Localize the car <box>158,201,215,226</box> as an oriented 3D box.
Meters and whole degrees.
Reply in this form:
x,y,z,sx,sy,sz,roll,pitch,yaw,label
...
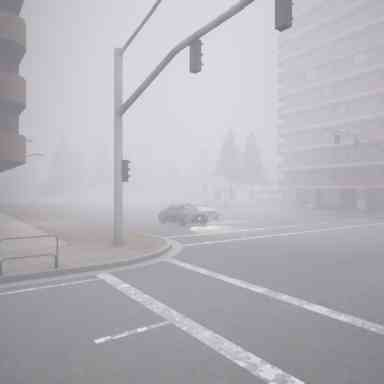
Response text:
x,y,z,sx,sy,sz,roll,pitch,yaw,label
-0.667,1.567,23.431,1.994,1.385,4.181,0,0,-35,car

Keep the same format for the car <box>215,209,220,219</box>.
x,y,z,sx,sy,sz,roll,pitch,yaw,label
0.378,1.530,28.033,1.812,1.442,4.674,0,0,-35,car
